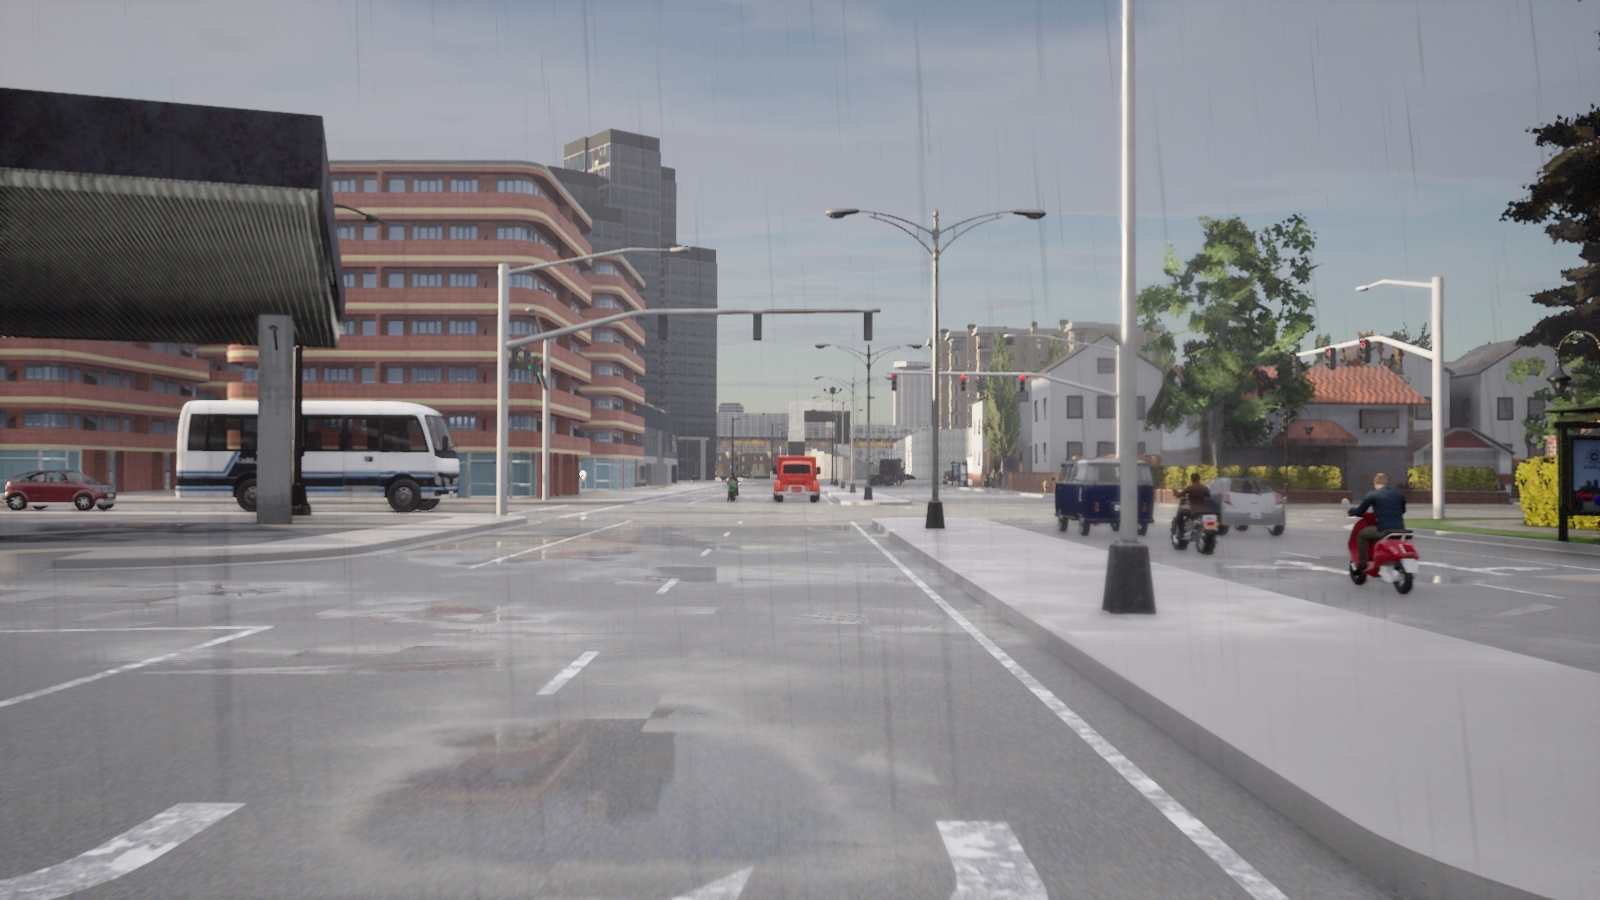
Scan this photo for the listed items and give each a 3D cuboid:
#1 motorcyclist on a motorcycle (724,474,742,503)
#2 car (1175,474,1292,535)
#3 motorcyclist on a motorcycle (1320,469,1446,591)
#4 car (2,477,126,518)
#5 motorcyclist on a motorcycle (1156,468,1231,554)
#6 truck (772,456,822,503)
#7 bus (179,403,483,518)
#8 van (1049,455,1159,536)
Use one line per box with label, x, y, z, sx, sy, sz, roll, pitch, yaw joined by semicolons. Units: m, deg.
motorcyclist on a motorcycle;-3.570;2.064;67.395;0.797;1.523;2.044;0;-1;2
car;11.419;1.404;33.333;1.845;1.501;3.633;0;-1;0
motorcyclist on a motorcycle;7.958;1.059;17.250;0.866;1.590;1.817;0;-1;0
car;-28.324;1.807;48.389;3.705;1.549;1.789;0;-1;-1
motorcyclist on a motorcycle;7.938;1.208;25.437;0.766;1.649;2.350;0;-1;0
truck;-0.169;1.601;68.425;2.627;2.467;5.204;0;-1;0
bus;-17.896;0.414;48.610;10.273;4.253;3.944;0;-1;-1
van;7.918;1.153;33.109;1.775;1.987;4.442;0;-1;0
